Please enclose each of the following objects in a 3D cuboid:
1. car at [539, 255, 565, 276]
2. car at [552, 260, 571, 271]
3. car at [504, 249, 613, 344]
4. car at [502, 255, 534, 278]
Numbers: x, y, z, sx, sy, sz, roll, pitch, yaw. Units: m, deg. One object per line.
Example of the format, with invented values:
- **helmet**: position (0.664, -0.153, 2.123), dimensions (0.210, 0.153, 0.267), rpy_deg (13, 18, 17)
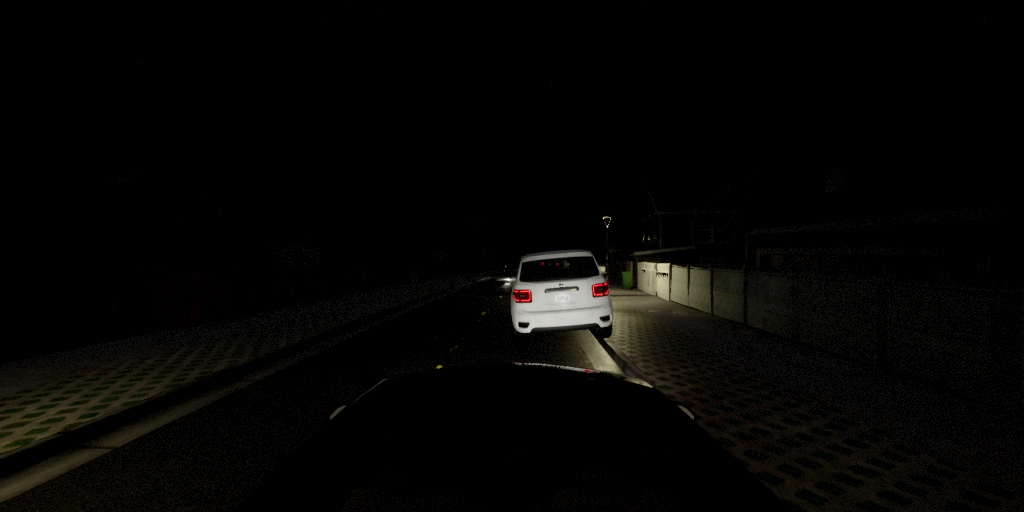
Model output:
- **car**: position (4.354, 0.971, 38.556), dimensions (2.150, 2.045, 5.566), rpy_deg (0, 0, 13)
- **car**: position (6.846, 1.281, 48.950), dimensions (1.812, 1.442, 4.674), rpy_deg (0, 0, 17)
- **car**: position (1.135, 0.897, 9.645), dimensions (2.150, 2.045, 5.566), rpy_deg (-5, 0, 3)
- **car**: position (0.721, 0.962, 35.612), dimensions (2.150, 2.045, 5.566), rpy_deg (0, 0, 11)
